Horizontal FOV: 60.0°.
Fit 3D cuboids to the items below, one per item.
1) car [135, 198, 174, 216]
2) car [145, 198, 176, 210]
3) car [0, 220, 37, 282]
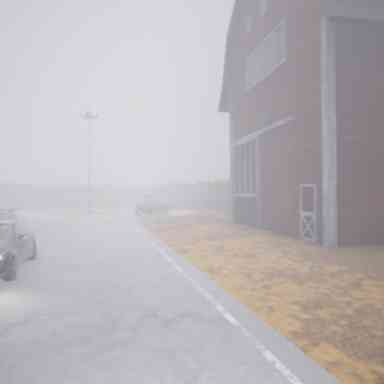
[{"bbox_3d":[-3.995,1.627,34.122,1.837,1.490,4.892,-1,0,24],"label":"car"},{"bbox_3d":[-4.443,1.660,45.892,1.837,1.490,4.892,1,0,-38],"label":"car"},{"bbox_3d":[-5.926,1.616,9.950,1.812,1.442,4.674,-1,0,-15],"label":"car"}]
